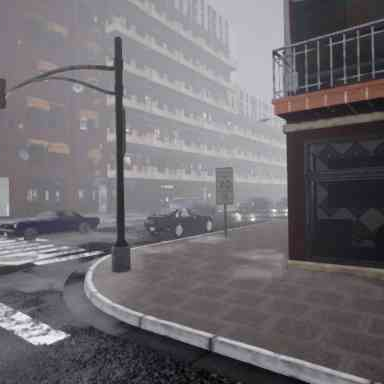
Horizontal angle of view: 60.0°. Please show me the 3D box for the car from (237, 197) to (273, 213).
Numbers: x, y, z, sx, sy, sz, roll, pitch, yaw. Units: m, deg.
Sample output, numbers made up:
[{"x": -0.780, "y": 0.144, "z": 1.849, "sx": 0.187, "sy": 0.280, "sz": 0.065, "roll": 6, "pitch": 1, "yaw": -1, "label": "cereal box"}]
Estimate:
[{"x": 6.628, "y": 1.305, "z": 36.123, "sx": 2.097, "sy": 1.767, "sz": 4.553, "roll": -1, "pitch": -1, "yaw": 35, "label": "car"}]

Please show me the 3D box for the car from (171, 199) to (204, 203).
[{"x": 0.112, "y": 1.524, "z": 27.008, "sx": 2.033, "sy": 1.411, "sz": 5.357, "roll": -1, "pitch": -1, "yaw": 35, "label": "car"}]

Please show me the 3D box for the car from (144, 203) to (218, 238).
[{"x": -0.524, "y": 1.434, "z": 16.821, "sx": 2.008, "sy": 1.369, "sz": 4.403, "roll": -1, "pitch": -1, "yaw": 36, "label": "car"}]

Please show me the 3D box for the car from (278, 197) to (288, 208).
[{"x": 12.711, "y": 1.410, "z": 44.517, "sx": 1.882, "sy": 1.535, "sz": 5.008, "roll": -1, "pitch": -1, "yaw": 36, "label": "car"}]

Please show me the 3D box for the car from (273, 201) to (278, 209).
[{"x": 9.284, "y": 1.429, "z": 44.053, "sx": 1.967, "sy": 1.590, "sz": 4.097, "roll": -1, "pitch": -1, "yaw": 36, "label": "car"}]

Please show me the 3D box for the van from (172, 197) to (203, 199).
[{"x": -0.447, "y": 1.364, "z": 30.466, "sx": 1.690, "sy": 1.788, "sz": 3.998, "roll": -1, "pitch": -1, "yaw": 36, "label": "van"}]

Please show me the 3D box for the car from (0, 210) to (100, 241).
[{"x": -7.139, "y": 1.607, "z": 16.850, "sx": 1.895, "sy": 1.301, "sz": 4.718, "roll": -1, "pitch": -1, "yaw": 35, "label": "car"}]
